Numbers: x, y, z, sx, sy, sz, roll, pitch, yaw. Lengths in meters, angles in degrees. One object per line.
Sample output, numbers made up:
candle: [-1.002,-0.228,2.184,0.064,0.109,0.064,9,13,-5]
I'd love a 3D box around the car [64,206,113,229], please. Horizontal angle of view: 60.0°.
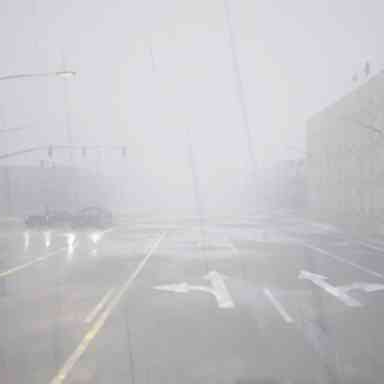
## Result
car: [-7.036,1.738,23.781,1.882,1.535,5.008,0,-1,1]

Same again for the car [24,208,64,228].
car: [-10.524,1.872,24.789,1.895,1.301,4.718,0,-1,0]

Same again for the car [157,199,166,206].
car: [-7.014,2.338,76.795,1.837,1.490,4.892,0,-1,0]
